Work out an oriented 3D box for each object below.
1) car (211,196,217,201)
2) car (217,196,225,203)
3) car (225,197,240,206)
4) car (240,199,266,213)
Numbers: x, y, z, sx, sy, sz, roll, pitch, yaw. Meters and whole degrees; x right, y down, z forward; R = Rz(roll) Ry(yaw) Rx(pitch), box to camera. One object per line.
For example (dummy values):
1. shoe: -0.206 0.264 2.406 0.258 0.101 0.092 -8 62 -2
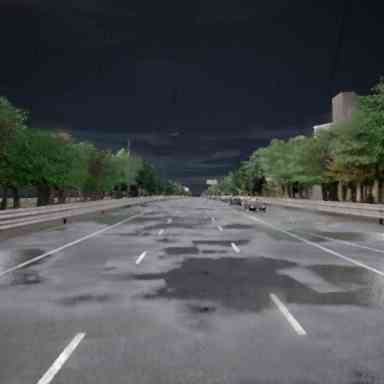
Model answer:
1. car: 7.191 1.808 92.186 2.128 1.511 4.902 0 -1 0
2. car: 7.090 1.701 73.271 1.895 1.301 4.718 0 0 0
3. car: 7.029 1.525 54.757 1.837 1.490 4.892 0 0 0
4. car: 7.002 1.613 37.661 1.895 1.301 4.718 0 0 0
